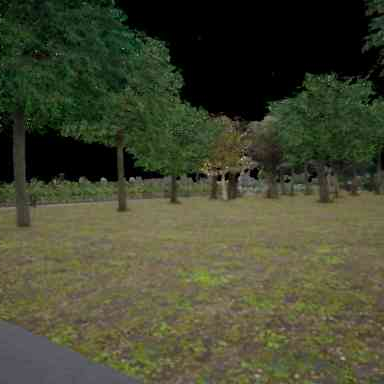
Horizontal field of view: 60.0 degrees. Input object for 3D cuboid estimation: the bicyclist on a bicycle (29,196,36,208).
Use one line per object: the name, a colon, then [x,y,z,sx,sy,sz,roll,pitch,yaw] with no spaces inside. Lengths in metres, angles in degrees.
bicyclist on a bicycle: [-21.486,1.333,44.723,1.656,1.620,0.582,-1,0,36]
